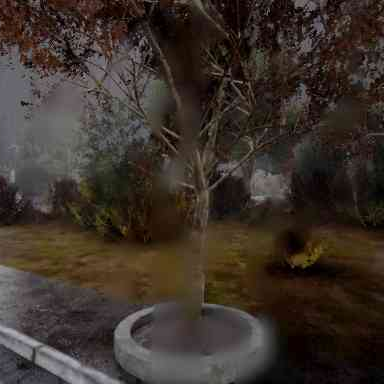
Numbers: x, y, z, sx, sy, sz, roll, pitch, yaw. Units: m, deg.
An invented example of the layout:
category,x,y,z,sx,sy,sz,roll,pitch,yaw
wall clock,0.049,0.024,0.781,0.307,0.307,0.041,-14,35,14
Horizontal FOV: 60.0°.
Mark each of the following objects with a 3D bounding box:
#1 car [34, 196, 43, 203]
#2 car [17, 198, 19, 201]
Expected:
category,x,y,z,sx,sy,sz,roll,pitch,yaw
car,-22.051,1.216,44.885,2.033,1.411,5.357,1,0,32
car,-18.683,1.259,30.185,2.128,1.511,4.902,1,0,32
